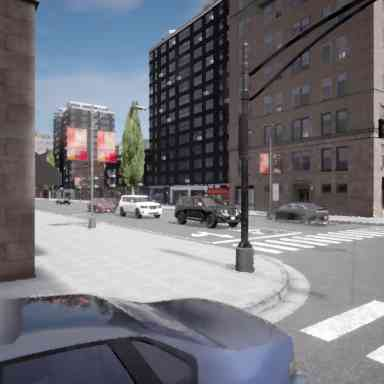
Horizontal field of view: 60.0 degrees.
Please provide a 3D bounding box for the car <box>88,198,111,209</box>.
[{"bbox_3d":[-13.762,1.711,49.137,1.812,1.442,4.674,0,0,-36],"label":"car"}]

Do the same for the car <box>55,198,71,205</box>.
[{"bbox_3d":[-25.307,1.857,65.118,1.895,1.301,4.718,0,0,-36],"label":"car"}]

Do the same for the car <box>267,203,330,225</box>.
[{"bbox_3d":[7.782,1.559,24.872,2.128,1.511,4.902,0,0,-36],"label":"car"}]

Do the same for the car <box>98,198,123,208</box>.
[{"bbox_3d":[-13.282,1.696,54.023,2.128,1.511,4.902,0,0,-36],"label":"car"}]

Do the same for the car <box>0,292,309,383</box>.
[{"bbox_3d":[-1.496,1.547,2.096,5.357,1.411,2.033,0,0,-36],"label":"car"}]

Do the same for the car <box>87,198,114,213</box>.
[{"bbox_3d":[-10.595,1.492,38.885,2.097,1.767,4.553,0,0,-36],"label":"car"}]

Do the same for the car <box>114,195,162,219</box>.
[{"bbox_3d":[-4.935,1.325,31.034,2.150,2.045,5.566,0,0,-36],"label":"car"}]

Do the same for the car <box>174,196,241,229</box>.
[{"bbox_3d":[0.936,1.286,22.901,2.150,2.045,5.566,0,0,-36],"label":"car"}]
